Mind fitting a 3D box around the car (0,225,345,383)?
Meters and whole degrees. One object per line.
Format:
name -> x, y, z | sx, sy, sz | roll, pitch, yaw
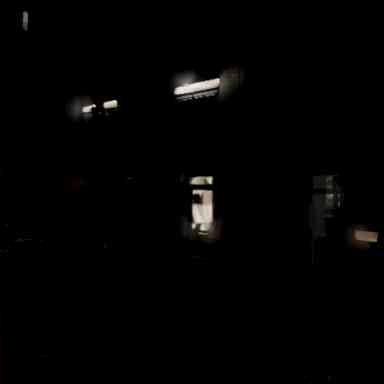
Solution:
car -> -1.109, 1.302, 3.485 | 5.009, 1.841, 2.192 | 0, 1, 36
